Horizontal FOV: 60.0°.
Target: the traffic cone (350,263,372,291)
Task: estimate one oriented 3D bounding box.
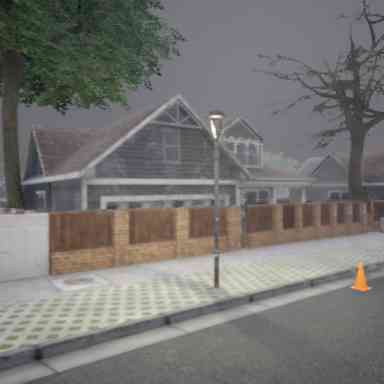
[{"bbox_3d":[3.928,1.944,7.734,0.340,0.580,0.340,0,0,-34],"label":"traffic cone"}]
